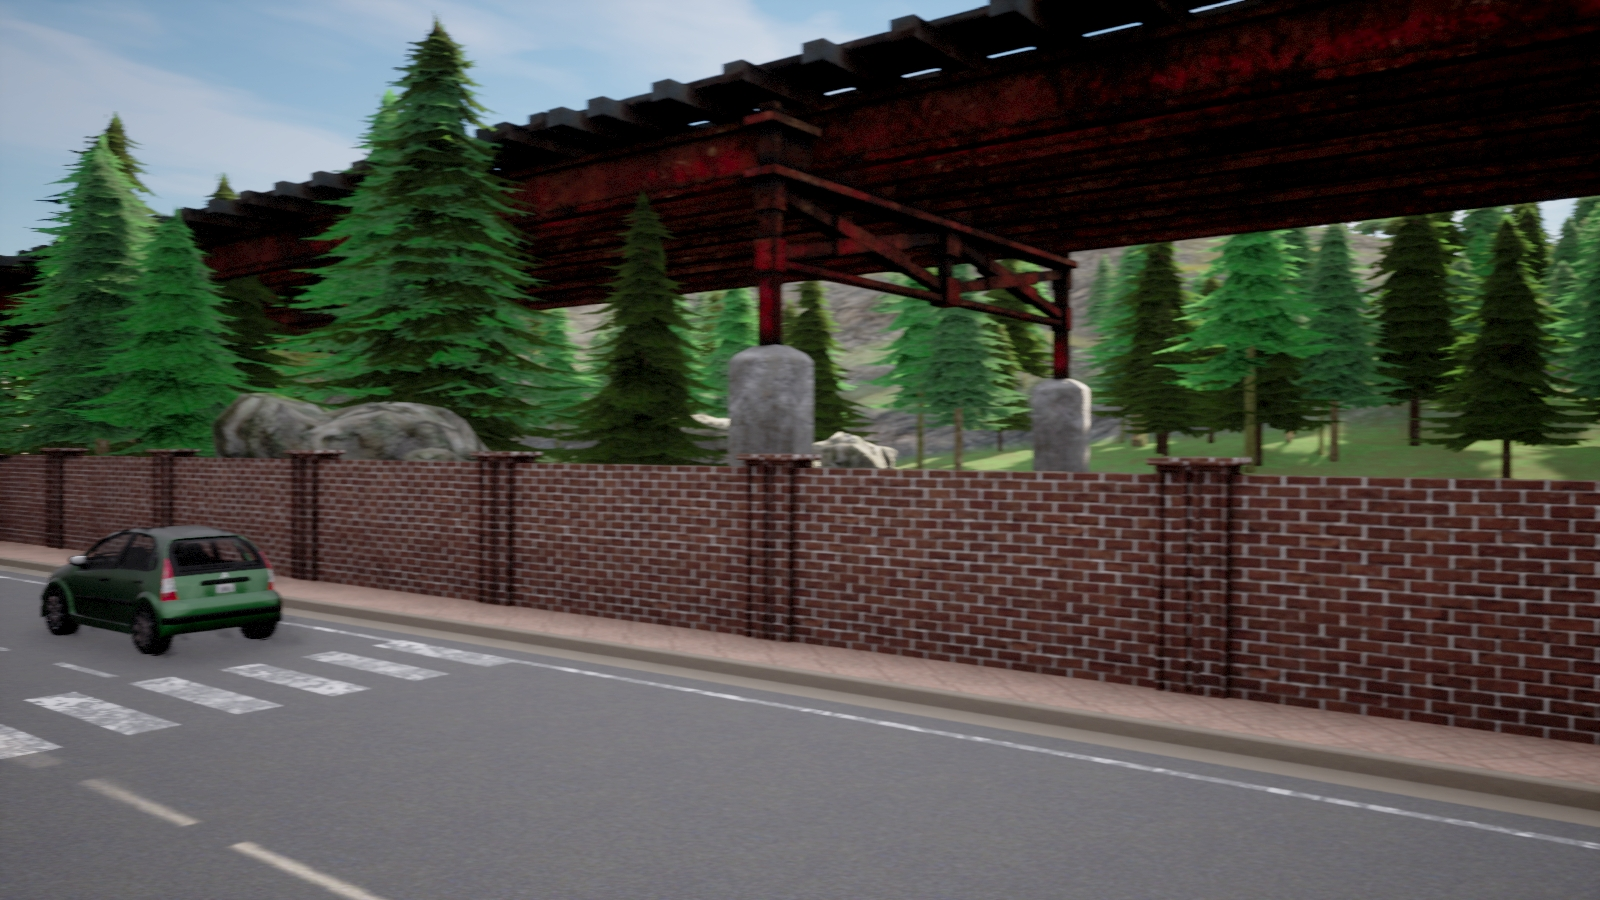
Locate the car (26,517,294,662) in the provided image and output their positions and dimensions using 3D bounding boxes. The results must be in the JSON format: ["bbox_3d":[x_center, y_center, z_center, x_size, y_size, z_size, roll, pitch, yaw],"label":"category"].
[{"bbox_3d":[-9.321,1.899,16.559,3.988,1.617,1.851,0,0,35],"label":"car"}]
